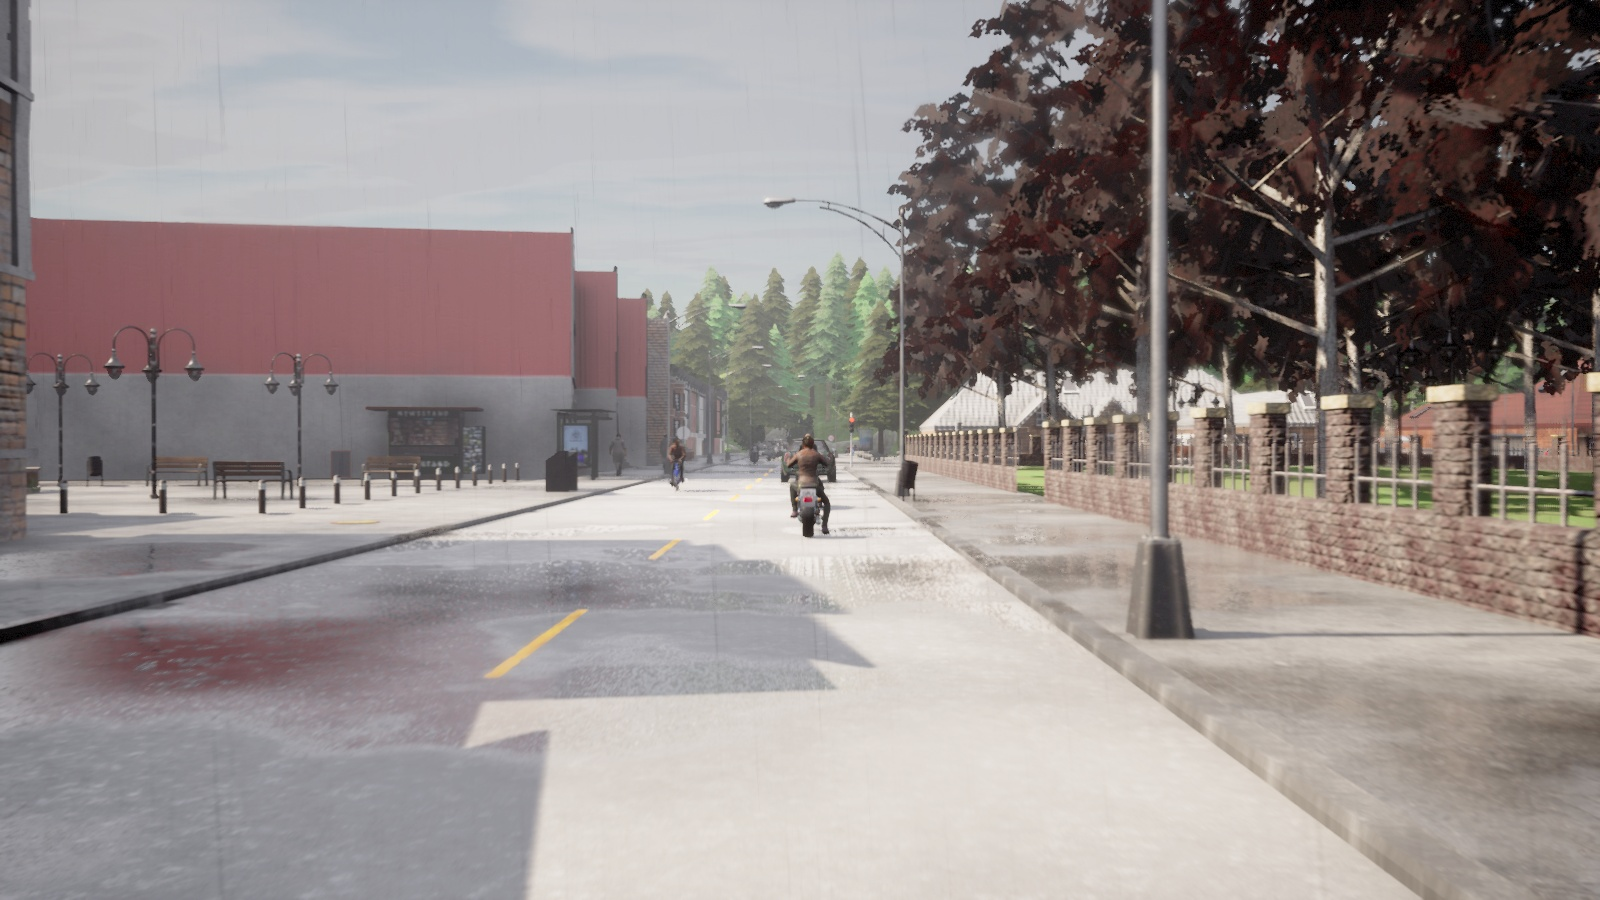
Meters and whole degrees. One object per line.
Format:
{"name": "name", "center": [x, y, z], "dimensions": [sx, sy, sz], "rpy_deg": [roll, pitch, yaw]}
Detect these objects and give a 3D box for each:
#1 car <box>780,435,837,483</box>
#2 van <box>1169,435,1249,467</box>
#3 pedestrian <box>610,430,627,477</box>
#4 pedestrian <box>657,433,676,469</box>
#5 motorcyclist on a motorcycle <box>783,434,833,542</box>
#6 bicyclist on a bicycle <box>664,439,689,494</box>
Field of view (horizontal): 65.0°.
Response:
{"name": "car", "center": [0.327, 0.331, 48.623], "dimensions": [2.097, 1.767, 4.553], "rpy_deg": [0, 0, 0]}
{"name": "van", "center": [26.459, 0.033, 81.328], "dimensions": [4.480, 2.038, 2.069], "rpy_deg": [0, 0, -1]}
{"name": "pedestrian", "center": [-7.714, 0.149, 53.381], "dimensions": [0.659, 1.952, 0.873], "rpy_deg": [0, 0, -4]}
{"name": "pedestrian", "center": [-7.305, 0.057, 68.706], "dimensions": [0.659, 1.952, 0.873], "rpy_deg": [0, 0, 24]}
{"name": "motorcyclist on a motorcycle", "center": [0.132, 0.581, 20.514], "dimensions": [0.766, 1.649, 2.350], "rpy_deg": [0, 0, 0]}
{"name": "bicyclist on a bicycle", "center": [-3.748, 0.482, 38.097], "dimensions": [0.582, 1.620, 1.656], "rpy_deg": [0, 1, 0]}
